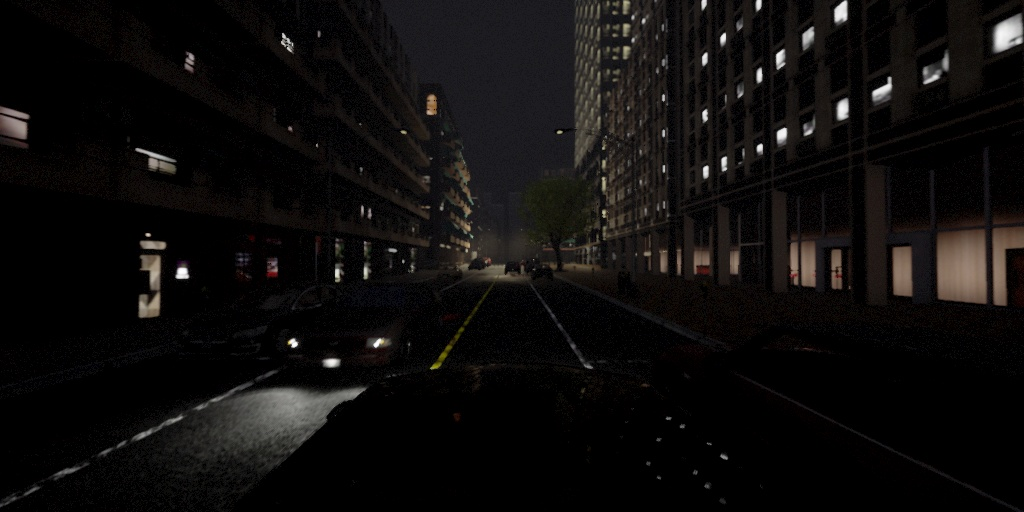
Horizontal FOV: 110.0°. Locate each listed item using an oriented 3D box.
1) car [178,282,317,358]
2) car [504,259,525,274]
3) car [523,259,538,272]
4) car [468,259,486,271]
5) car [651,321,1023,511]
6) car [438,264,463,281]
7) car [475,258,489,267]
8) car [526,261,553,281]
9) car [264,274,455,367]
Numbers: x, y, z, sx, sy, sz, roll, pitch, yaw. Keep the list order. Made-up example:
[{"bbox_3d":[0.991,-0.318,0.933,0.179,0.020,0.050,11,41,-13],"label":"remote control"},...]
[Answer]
[{"bbox_3d":[-5.289,1.317,8.390,2.007,1.370,4.403,0,0,0],"label":"car"},{"bbox_3d":[0.095,1.353,43.699,2.128,1.511,4.902,0,0,0],"label":"car"},{"bbox_3d":[2.562,1.402,42.187,1.888,1.381,4.507,0,0,0],"label":"car"},{"bbox_3d":[-5.458,1.456,53.562,1.948,1.339,4.313,0,0,0],"label":"car"},{"bbox_3d":[2.566,1.192,2.622,1.967,1.591,4.097,0,0,0],"label":"car"},{"bbox_3d":[-5.285,1.351,30.806,1.751,1.417,4.829,0,0,0],"label":"car"},{"bbox_3d":[-5.459,1.222,59.209,2.192,1.841,5.009,0,0,0],"label":"car"},{"bbox_3d":[2.562,1.376,30.884,2.007,1.370,4.403,0,0,0],"label":"car"},{"bbox_3d":[-2.851,1.314,8.328,2.033,1.411,5.357,0,0,0],"label":"car"}]
